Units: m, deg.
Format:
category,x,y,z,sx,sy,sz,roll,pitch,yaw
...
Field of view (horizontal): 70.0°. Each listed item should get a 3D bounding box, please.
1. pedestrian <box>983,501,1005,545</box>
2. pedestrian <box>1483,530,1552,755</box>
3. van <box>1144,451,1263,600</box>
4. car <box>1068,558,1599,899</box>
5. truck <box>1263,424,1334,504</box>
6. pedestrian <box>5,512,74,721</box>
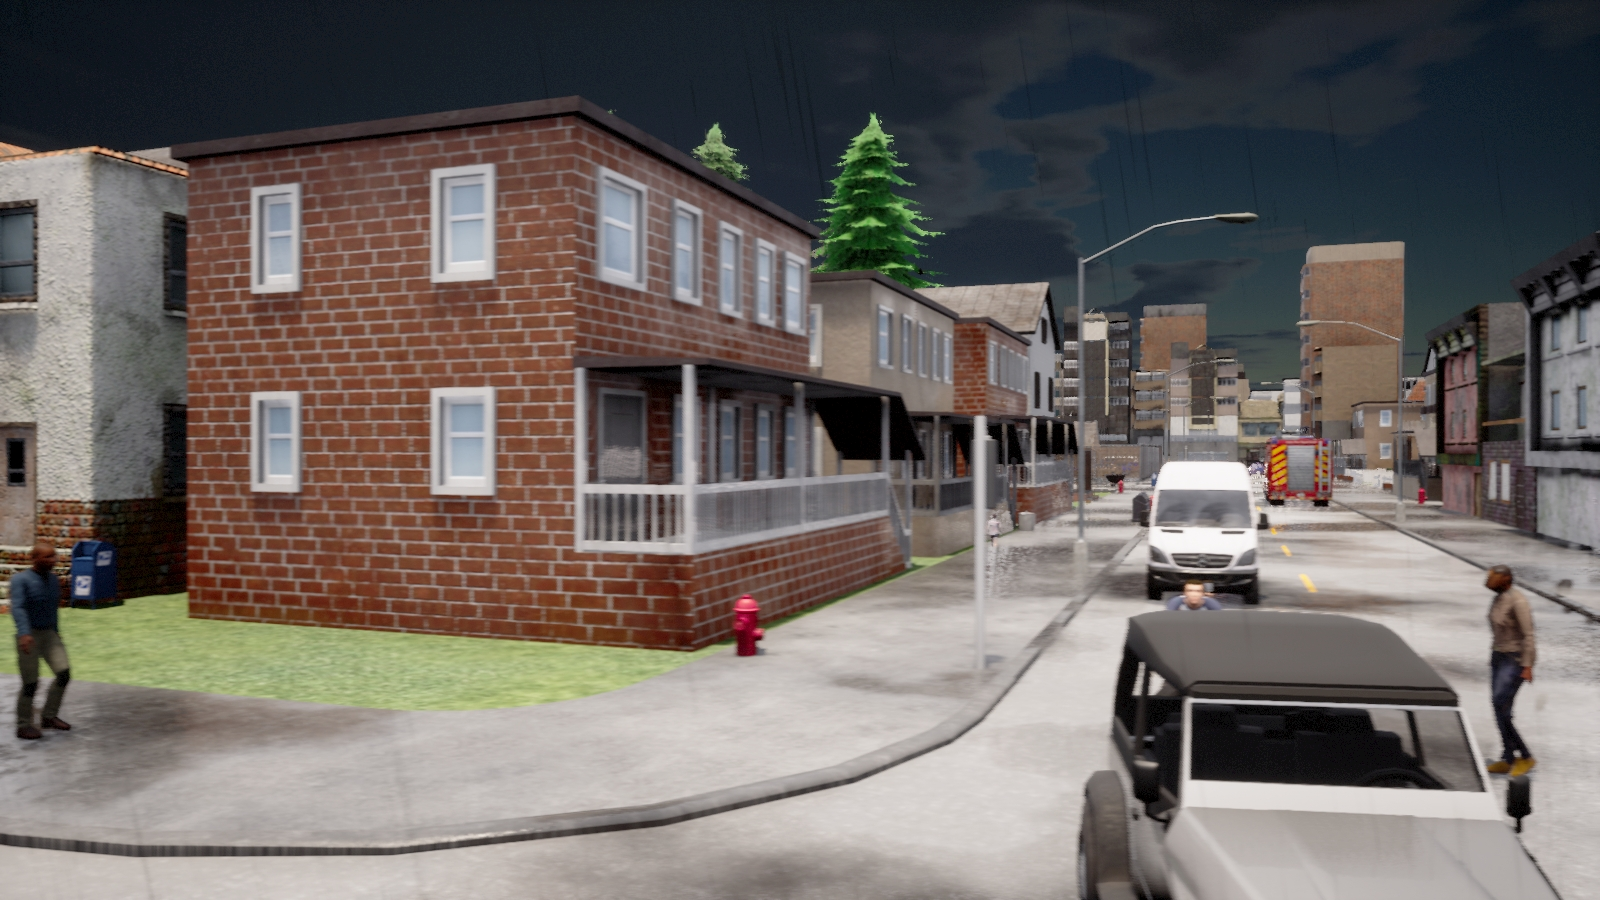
category,x,y,z,sx,sy,sz,roll,pitch,yaw
pedestrian,5.064,1.903,29.816,0.500,1.100,0.500,0,0,19
pedestrian,6.139,1.629,9.785,0.375,1.860,0.375,0,0,7
van,8.116,1.314,22.930,1.988,2.561,5.915,0,0,20
car,2.381,1.637,5.338,1.905,1.878,3.866,0,0,9
truck,25.864,0.671,59.588,2.891,3.827,8.468,0,0,20
pedestrian,-7.010,1.514,10.533,0.375,1.860,0.375,0,0,15
